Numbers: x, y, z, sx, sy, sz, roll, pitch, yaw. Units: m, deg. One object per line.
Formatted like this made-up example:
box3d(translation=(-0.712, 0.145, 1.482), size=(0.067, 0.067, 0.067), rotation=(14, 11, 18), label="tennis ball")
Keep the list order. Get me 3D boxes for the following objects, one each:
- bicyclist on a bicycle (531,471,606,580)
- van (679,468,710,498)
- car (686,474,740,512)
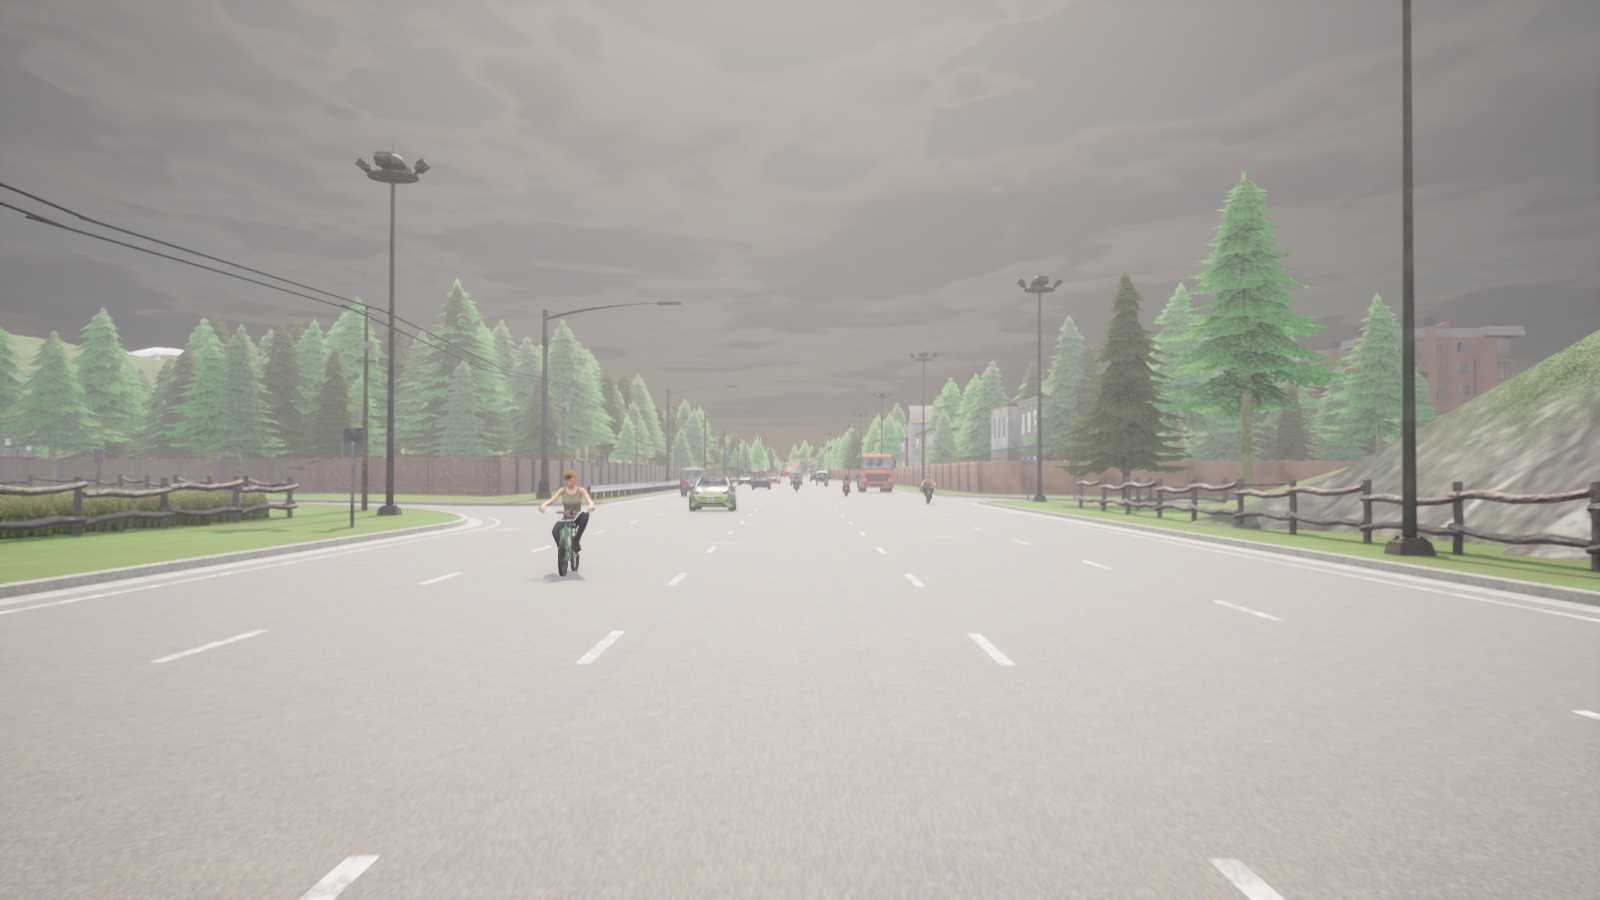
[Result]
box3d(translation=(-3.545, 1.134, 19.341), size=(0.866, 1.612, 1.509), rotation=(0, -1, 0), label="bicyclist on a bicycle")
box3d(translation=(-7.219, 2.230, 86.343), size=(1.775, 1.987, 4.442), rotation=(0, -1, 0), label="van")
box3d(translation=(-3.635, 1.786, 53.309), size=(2.007, 1.525, 4.514), rotation=(0, -1, 0), label="car")
